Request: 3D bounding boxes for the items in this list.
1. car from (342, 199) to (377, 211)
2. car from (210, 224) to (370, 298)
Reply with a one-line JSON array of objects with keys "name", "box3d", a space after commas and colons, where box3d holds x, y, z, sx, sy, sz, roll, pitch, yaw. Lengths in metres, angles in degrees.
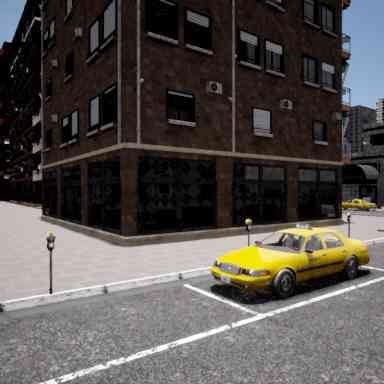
[{"name": "car", "box3d": [19.322, 1.469, 39.712, 1.752, 1.417, 4.829, 0, 0, -35]}, {"name": "car", "box3d": [2.671, 1.525, 8.478, 4.829, 1.417, 1.752, 0, 0, -36]}]
